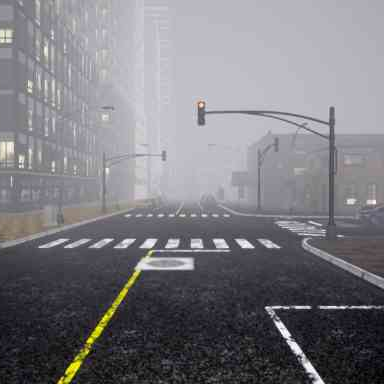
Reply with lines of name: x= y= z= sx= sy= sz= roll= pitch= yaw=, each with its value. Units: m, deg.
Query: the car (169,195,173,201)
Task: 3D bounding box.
car: x=-5.954 y=1.508 z=86.869 sx=1.752 sy=1.417 sz=4.829 roll=-1 pitch=0 yaw=0

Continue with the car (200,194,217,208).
car: x=2.522 y=1.429 z=47.503 sx=1.967 sy=1.590 sz=4.097 roll=-1 pitch=0 yaw=0

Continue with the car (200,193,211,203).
car: x=2.865 y=1.212 z=73.442 sx=2.150 sy=2.045 sz=5.566 roll=0 pitch=0 yaw=0

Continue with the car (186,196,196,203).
car: x=-0.228 y=1.509 z=69.674 sx=2.128 sy=1.511 sz=4.902 roll=0 pitch=0 yaw=0

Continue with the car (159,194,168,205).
car: x=-5.861 y=1.552 z=58.819 sx=1.947 sy=1.339 sz=4.313 roll=-1 pitch=0 yaw=0

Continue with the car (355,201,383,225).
car: x=14.610 y=1.649 z=24.680 sx=4.674 sy=1.442 sz=1.812 roll=1 pitch=1 yaw=0

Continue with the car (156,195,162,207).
car: x=-5.823 y=1.554 z=47.530 sx=1.947 sy=1.339 sz=4.313 roll=-1 pitch=0 yaw=0

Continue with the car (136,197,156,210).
car: x=-5.975 y=1.515 z=41.716 sx=1.752 sy=1.417 sz=4.829 roll=-1 pitch=0 yaw=0

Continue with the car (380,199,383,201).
car: x=16.438 y=1.415 z=27.260 sx=5.009 sy=1.841 sz=2.192 roll=1 pitch=0 yaw=1

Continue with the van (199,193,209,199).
van: x=2.501 y=1.329 z=53.147 sx=1.690 sy=1.788 sz=3.998 roll=-1 pitch=0 yaw=0

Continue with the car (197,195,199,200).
car: x=2.482 y=1.302 z=58.791 sx=2.192 sy=1.841 sz=5.009 roll=-1 pitch=0 yaw=0
